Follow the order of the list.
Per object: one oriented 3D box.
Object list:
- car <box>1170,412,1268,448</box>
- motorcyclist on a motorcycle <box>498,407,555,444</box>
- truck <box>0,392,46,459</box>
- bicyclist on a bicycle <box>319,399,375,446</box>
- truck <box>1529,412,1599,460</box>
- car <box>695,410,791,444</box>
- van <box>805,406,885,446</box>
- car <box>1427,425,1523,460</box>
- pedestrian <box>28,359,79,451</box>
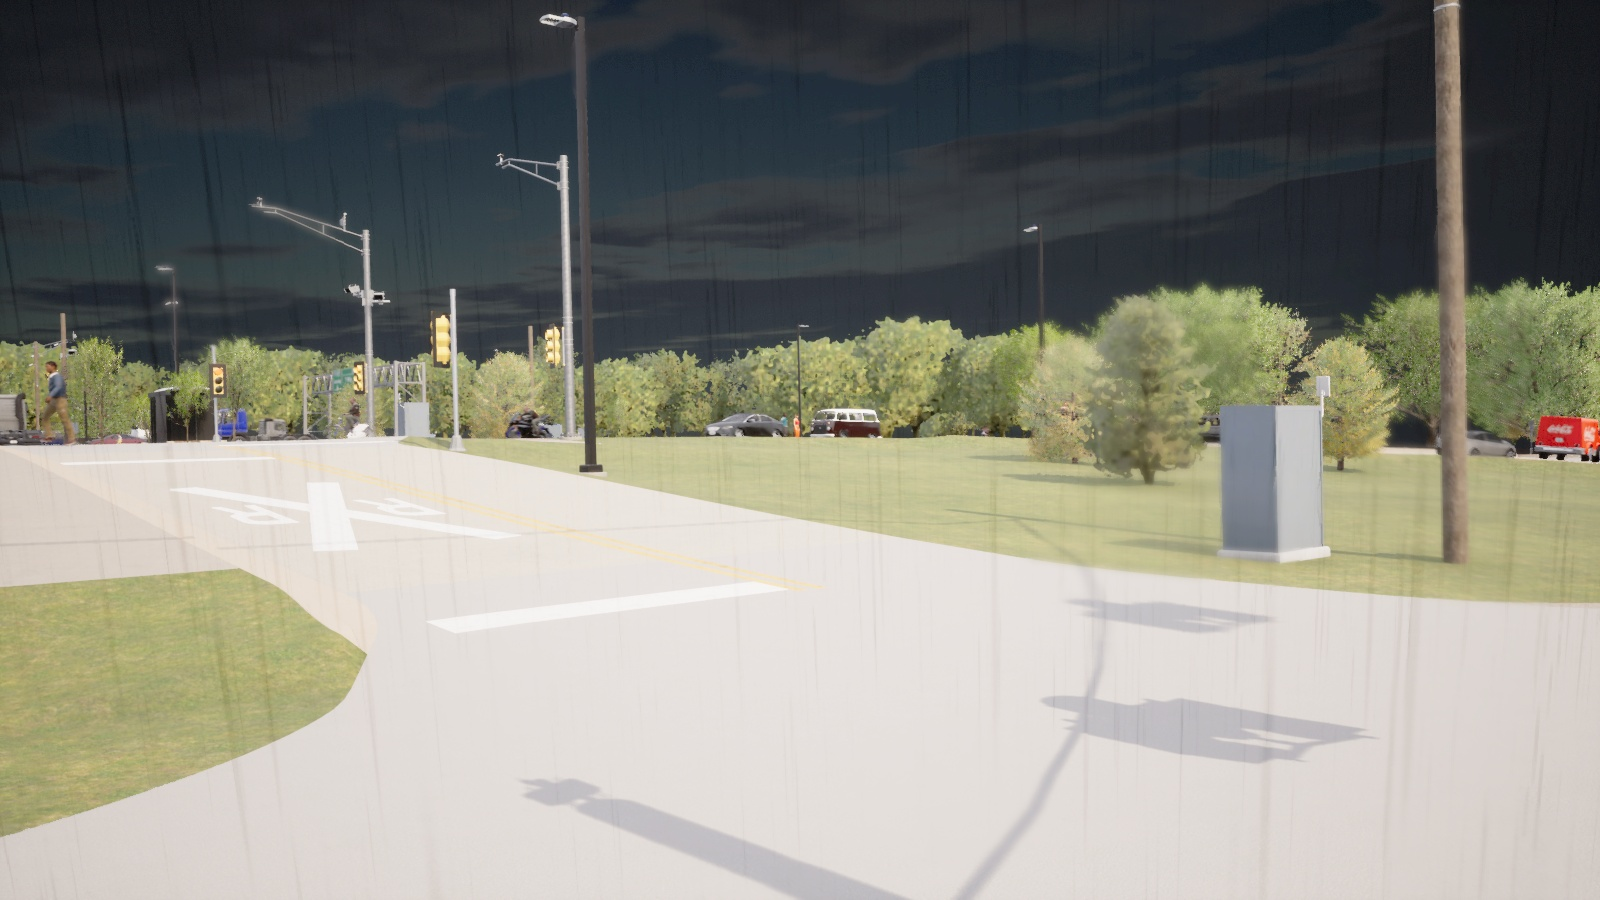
[{"bbox_3d":[22.391,-1.090,67.231,4.605,1.855,1.932,1,3,44],"label":"car"},{"bbox_3d":[-11.541,-1.017,53.083,2.191,1.530,0.866,-1,0,-45],"label":"motorcyclist on a motorcycle"},{"bbox_3d":[-43.148,-1.245,67.861,2.891,3.462,7.936,-2,1,-39],"label":"truck"},{"bbox_3d":[-17.274,-1.047,47.909,1.843,1.776,0.659,-2,1,-42],"label":"bicyclist on a bicycle"},{"bbox_3d":[44.455,-0.783,72.447,5.204,2.467,2.627,2,2,-44],"label":"truck"},{"bbox_3d":[-2.774,-1.096,62.270,2.128,1.511,4.902,-1,-1,37],"label":"car"},{"bbox_3d":[2.547,-1.296,70.214,2.069,2.038,4.480,-2,-2,43],"label":"van"},{"bbox_3d":[34.415,-0.397,64.020,4.514,1.525,2.007,0,7,-29],"label":"car"},{"bbox_3d":[-16.039,-0.956,26.989,0.423,1.949,0.788,-1,1,41],"label":"pedestrian"}]
